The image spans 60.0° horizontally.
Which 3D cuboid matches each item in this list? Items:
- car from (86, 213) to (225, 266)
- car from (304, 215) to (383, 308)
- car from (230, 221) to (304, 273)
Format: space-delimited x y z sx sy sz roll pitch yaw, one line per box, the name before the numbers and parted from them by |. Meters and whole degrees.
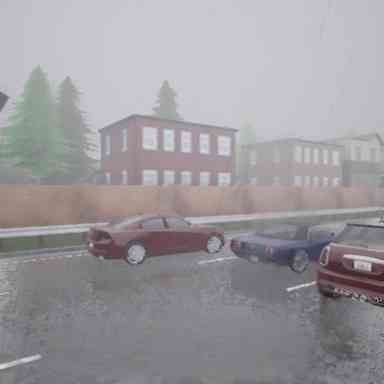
car | -1.062 1.463 11.591 5.008 1.535 1.882 0 0 -36
car | 4.763 1.332 7.148 4.553 1.767 2.097 0 0 -36
car | 3.550 1.579 10.583 4.718 1.301 1.895 0 0 -36
